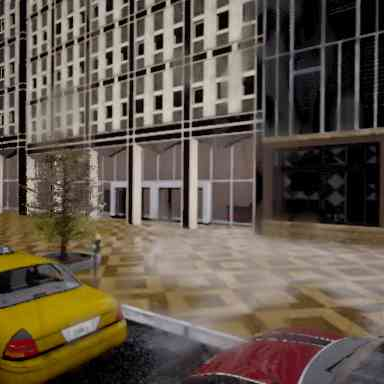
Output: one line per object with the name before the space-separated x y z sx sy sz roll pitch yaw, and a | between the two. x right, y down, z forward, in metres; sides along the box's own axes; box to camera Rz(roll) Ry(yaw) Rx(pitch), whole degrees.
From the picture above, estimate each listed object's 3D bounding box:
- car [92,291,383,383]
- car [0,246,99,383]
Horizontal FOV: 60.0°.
car | 1.628 1.441 1.699 4.097 1.590 1.967 0 1 36
car | -3.128 1.514 5.111 4.829 1.417 1.752 0 1 36
